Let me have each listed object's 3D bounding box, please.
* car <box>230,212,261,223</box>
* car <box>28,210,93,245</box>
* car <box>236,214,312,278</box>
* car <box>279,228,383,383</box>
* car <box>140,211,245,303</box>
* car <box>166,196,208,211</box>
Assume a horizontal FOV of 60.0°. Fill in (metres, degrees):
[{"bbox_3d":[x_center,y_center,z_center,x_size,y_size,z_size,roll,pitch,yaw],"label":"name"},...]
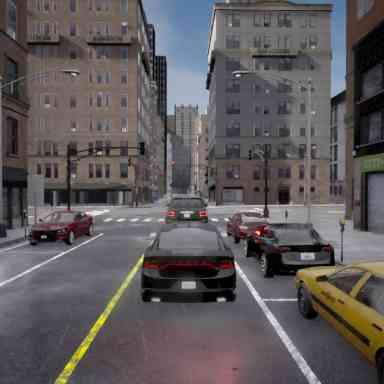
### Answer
[{"bbox_3d":[2.631,1.576,15.570,1.802,1.307,4.206,-1,0,-1],"label":"car"},{"bbox_3d":[-5.913,1.539,15.432,1.887,1.381,4.507,-1,0,-1],"label":"car"},{"bbox_3d":[2.719,1.562,9.985,1.947,1.339,4.313,-1,0,-1],"label":"car"},{"bbox_3d":[2.803,1.524,4.569,1.752,1.417,4.829,-1,0,-1],"label":"car"},{"bbox_3d":[-0.079,1.475,8.292,1.882,1.535,5.008,0,0,0],"label":"car"},{"bbox_3d":[-0.284,1.215,18.423,2.150,2.045,5.566,0,0,-1],"label":"car"}]
